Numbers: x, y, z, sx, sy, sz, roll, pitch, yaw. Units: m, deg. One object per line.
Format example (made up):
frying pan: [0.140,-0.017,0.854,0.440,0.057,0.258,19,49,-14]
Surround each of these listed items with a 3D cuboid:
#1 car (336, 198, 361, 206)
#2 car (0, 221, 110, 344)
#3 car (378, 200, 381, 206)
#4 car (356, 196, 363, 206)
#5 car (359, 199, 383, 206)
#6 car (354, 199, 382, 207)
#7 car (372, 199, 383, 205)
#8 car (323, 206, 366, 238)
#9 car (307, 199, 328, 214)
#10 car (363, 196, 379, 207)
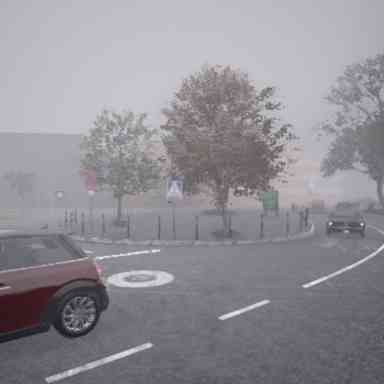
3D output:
car: [22.323,1.956,48.004,1.837,1.490,4.892,-3,-3,41]
car: [-3.655,1.391,4.942,4.553,1.767,2.097,0,-1,-40]
car: [35.428,2.090,58.758,5.008,1.535,1.882,1,-1,-38]
car: [25.983,1.924,55.409,4.553,1.767,2.097,1,-1,-38]
car: [38.947,2.206,71.347,2.097,1.535,5.008,1,-1,-38]
car: [36.734,2.227,69.586,2.002,1.452,4.674,1,-1,-38]
car: [43.373,2.282,74.858,2.002,1.452,4.674,0,-1,-38]
car: [8.637,1.696,18.710,1.895,1.301,4.718,0,0,24]
car: [14.667,1.659,39.046,2.097,1.767,4.553,0,-1,16]
car: [34.506,1.915,67.852,2.435,2.045,5.566,1,-1,-38]
